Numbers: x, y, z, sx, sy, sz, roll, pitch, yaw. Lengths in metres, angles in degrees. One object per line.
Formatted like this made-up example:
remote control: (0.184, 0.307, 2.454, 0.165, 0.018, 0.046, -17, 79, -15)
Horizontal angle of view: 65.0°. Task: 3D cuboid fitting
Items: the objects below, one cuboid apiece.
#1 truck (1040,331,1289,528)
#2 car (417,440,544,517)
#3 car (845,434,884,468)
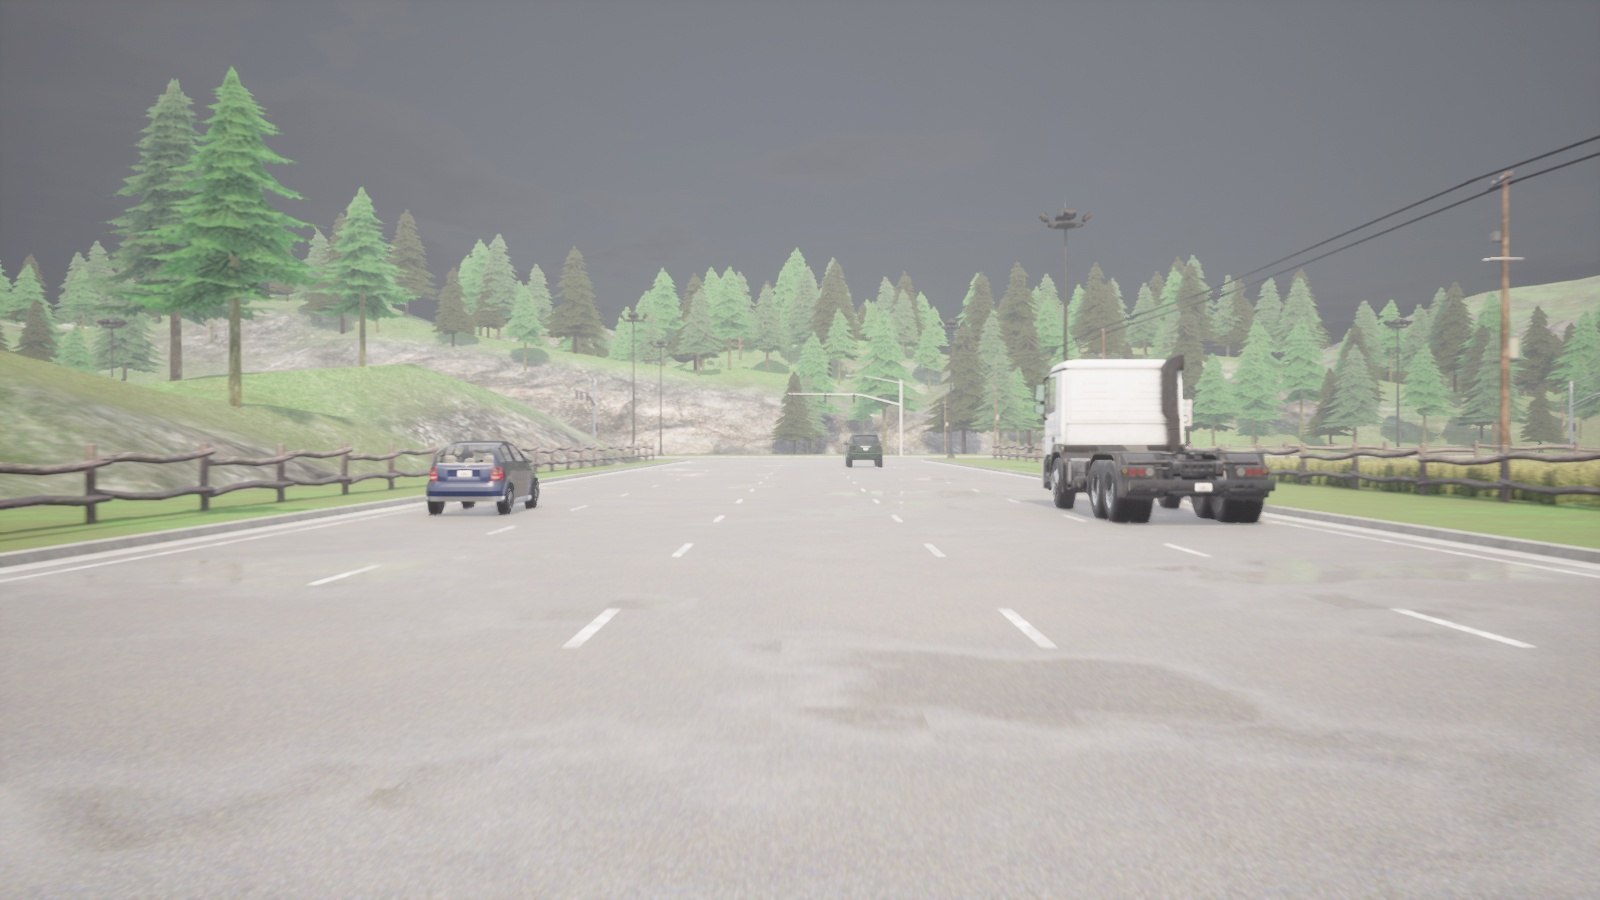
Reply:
truck: (7.164, -0.378, 26.025, 2.891, 3.462, 7.936, 0, 0, 0)
car: (-6.830, 0.564, 27.233, 1.789, 1.549, 3.705, 0, 0, 0)
car: (3.957, 0.025, 77.763, 2.150, 2.045, 5.566, 0, 0, 0)
